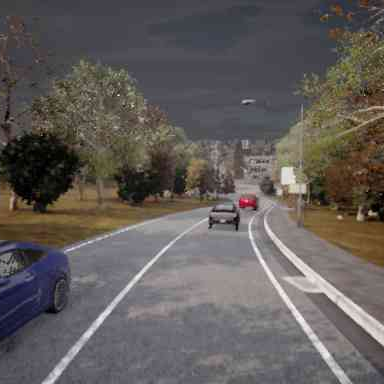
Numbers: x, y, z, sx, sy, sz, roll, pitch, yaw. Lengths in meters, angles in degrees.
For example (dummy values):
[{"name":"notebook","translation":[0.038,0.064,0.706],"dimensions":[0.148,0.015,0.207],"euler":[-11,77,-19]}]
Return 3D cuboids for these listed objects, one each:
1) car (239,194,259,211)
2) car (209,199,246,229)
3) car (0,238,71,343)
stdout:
[{"name":"car","translation":[7.188,1.227,42.125],"dimensions":[2.150,2.045,5.566],"euler":[2,0,16]},{"name":"car","translation":[2.212,1.474,21.727],"dimensions":[2.128,1.511,4.902],"euler":[1,0,10]},{"name":"car","translation":[-3.369,1.496,4.879],"dimensions":[1.812,1.442,4.674],"euler":[0,0,3]}]
